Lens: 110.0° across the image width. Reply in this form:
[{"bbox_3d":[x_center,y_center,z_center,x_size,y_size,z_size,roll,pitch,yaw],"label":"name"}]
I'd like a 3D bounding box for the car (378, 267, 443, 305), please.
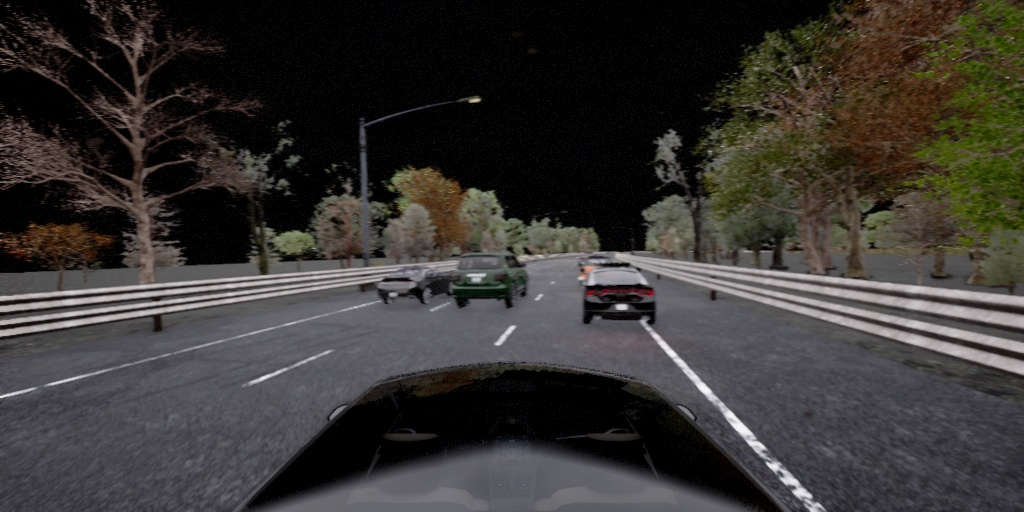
[{"bbox_3d":[-4.039,1.217,15.963,2.128,1.511,4.902,-1,1,11],"label":"car"}]

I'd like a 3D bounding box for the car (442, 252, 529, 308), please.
[{"bbox_3d":[-0.704,0.869,14.838,2.150,2.045,5.566,-1,1,11],"label":"car"}]

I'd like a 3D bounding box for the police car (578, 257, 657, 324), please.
[{"bbox_3d":[3.135,1.004,11.266,1.930,1.638,5.238,-1,1,11],"label":"police car"}]

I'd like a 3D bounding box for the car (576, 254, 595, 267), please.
[{"bbox_3d":[9.727,0.586,47.305,2.128,1.511,4.902,-1,1,14],"label":"car"}]

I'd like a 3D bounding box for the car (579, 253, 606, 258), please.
[{"bbox_3d":[4.988,0.795,20.821,2.097,1.767,4.553,-1,1,11],"label":"car"}]

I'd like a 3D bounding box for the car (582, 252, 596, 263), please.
[{"bbox_3d":[13.540,0.222,62.855,2.097,1.767,4.553,-1,0,15],"label":"car"}]
